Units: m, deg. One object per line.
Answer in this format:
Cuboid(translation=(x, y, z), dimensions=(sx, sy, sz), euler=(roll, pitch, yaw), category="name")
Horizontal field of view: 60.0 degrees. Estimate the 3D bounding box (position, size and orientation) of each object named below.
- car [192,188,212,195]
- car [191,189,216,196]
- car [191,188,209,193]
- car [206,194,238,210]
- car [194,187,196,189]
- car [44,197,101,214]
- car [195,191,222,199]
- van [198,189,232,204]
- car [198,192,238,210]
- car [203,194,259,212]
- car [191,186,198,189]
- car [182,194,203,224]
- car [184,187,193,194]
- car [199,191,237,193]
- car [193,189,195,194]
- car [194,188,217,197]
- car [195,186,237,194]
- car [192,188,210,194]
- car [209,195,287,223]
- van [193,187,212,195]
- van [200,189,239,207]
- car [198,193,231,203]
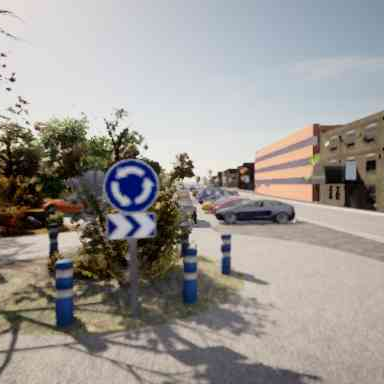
Cuboid(translation=(2.504, -0.110, 82.305), dimensions=(4.792, 1.488, 2.163), euler=(0, 2, -1), category="car")
Cuboid(translation=(2.471, 0.093, 73.828), dimensions=(5.366, 1.575, 1.946), euler=(0, 2, -1), category="car")
Cuboid(translation=(2.239, -0.459, 93.599), dimensions=(5.008, 1.535, 2.097), euler=(0, 2, -1), category="car")
Cuboid(translation=(3.685, 1.107, 25.796), dimensions=(4.674, 1.452, 2.002), euler=(0, 1, -1), category="car")
Cuboid(translation=(2.989, 0.446, 56.884), dimensions=(4.553, 1.767, 2.185), euler=(0, 2, -1), category="car")
Cuboid(translation=(-8.856, 0.877, 25.488), dimensions=(4.553, 1.767, 2.185), euler=(0, 1, -1), category="car")
Cuboid(translation=(2.956, 0.533, 59.713), dimensions=(4.674, 1.452, 2.002), euler=(0, 2, -1), category="car")
Cuboid(translation=(3.150, 0.633, 45.444), dimensions=(4.442, 1.987, 1.878), euler=(0, 1, -1), category="van")
Cuboid(translation=(3.442, 1.033, 28.616), dimensions=(5.366, 1.575, 1.946), euler=(0, 1, -1), category="car")
Cuboid(translation=(3.571, 1.008, 31.446), dimensions=(5.008, 1.535, 2.097), euler=(0, 1, -1), category="car")
Cuboid(translation=(2.872, 0.162, 62.528), dimensions=(5.566, 2.045, 2.435), euler=(0, 2, -1), category="car")
Cuboid(translation=(-0.642, 1.104, 21.015), dimensions=(2.128, 1.511, 4.902), euler=(0, 1, -1), category="car")
Cuboid(translation=(-1.279, 0.525, 53.082), dimensions=(2.097, 1.767, 4.553), euler=(0, 2, -1), category="car")
Cuboid(translation=(3.500, 0.979, 34.270), dimensions=(5.008, 1.535, 2.097), euler=(0, 1, -1), category="car")
Cuboid(translation=(3.086, 0.651, 54.064), dimensions=(5.008, 1.535, 2.097), euler=(0, 2, -1), category="car")
Cuboid(translation=(2.747, 0.130, 68.180), dimensions=(4.553, 1.767, 2.185), euler=(0, 2, -1), category="car")
Cuboid(translation=(3.474, 0.698, 37.094), dimensions=(5.566, 2.045, 2.435), euler=(0, 1, -1), category="car")
Cuboid(translation=(2.357, -0.258, 87.953), dimensions=(4.674, 1.452, 2.002), euler=(0, 2, -1), category="car")
Cuboid(translation=(3.746, 1.136, 22.971), dimensions=(4.674, 1.452, 2.002), euler=(0, 1, -1), category="car")
Cuboid(translation=(2.420, -0.287, 79.471), dimensions=(4.442, 1.987, 1.878), euler=(0, 2, -1), category="van")
Cuboid(translation=(3.268, 0.694, 39.915), dimensions=(4.442, 1.987, 1.878), euler=(0, 1, -1), category="van")
Cuboid(translation=(3.199, 0.844, 48.408), dimensions=(4.674, 1.452, 2.002), euler=(0, 2, -1), category="car")
